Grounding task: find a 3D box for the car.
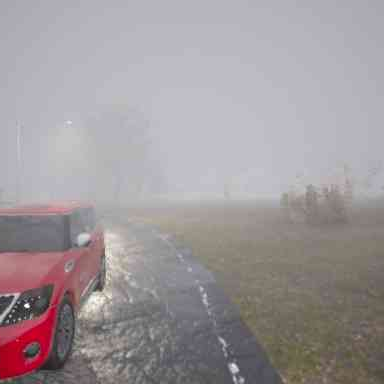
[{"bbox_3d":[-2.886,1.218,5.894,2.150,2.045,5.566,0,0,-7],"label":"car"}]
